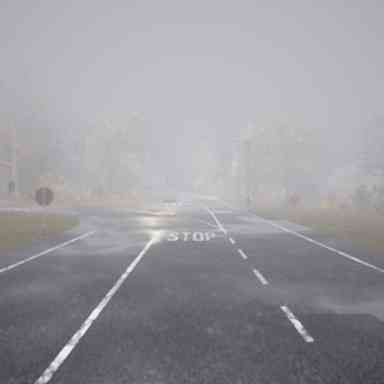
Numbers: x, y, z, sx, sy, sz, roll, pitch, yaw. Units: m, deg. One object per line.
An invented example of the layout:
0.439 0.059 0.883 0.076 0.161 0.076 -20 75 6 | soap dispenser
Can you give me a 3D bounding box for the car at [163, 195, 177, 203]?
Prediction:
-3.559 1.166 54.797 1.994 1.385 4.181 0 0 0 | car
